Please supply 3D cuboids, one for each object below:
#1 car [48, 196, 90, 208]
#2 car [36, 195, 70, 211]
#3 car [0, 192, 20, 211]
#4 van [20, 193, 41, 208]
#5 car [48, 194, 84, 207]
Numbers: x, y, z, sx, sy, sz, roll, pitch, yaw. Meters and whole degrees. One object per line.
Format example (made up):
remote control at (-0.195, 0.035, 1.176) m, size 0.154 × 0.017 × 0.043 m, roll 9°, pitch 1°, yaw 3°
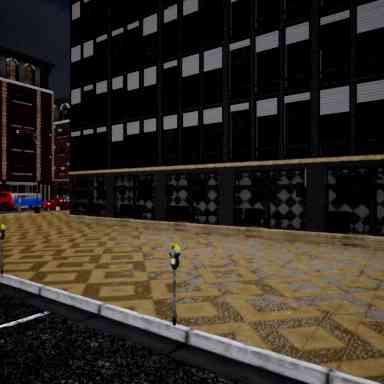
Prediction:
car at (-15.371, 1.263, 41.876) m, size 1.895 × 1.301 × 4.718 m, roll 0°, pitch 1°, yaw 35°
car at (-13.495, 1.272, 35.082) m, size 1.887 × 1.381 × 4.507 m, roll 1°, pitch 1°, yaw 35°
car at (-21.029, 1.006, 33.747) m, size 2.150 × 2.045 × 5.566 m, roll 0°, pitch 1°, yaw 35°
van at (-19.972, 1.054, 39.565) m, size 1.690 × 1.788 × 3.998 m, roll 1°, pitch 1°, yaw 35°
car at (-16.737, 1.084, 44.206) m, size 1.967 × 1.590 × 4.097 m, roll 1°, pitch 1°, yaw 35°
